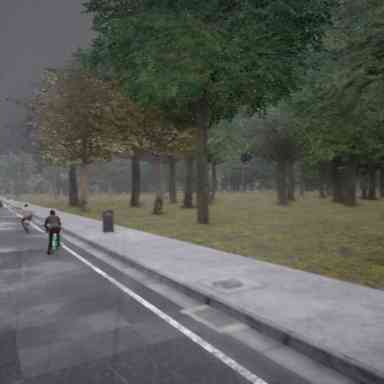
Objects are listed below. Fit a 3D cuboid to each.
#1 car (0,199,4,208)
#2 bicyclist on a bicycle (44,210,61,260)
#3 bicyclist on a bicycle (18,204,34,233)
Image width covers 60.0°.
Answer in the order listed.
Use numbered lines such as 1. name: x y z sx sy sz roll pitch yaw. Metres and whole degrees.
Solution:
1. car: -30.194 1.725 51.287 1.812 1.442 4.674 -1 0 -31
2. bicyclist on a bicycle: -4.798 1.463 11.521 0.582 1.620 1.656 -1 0 -32
3. bicyclist on a bicycle: -9.413 1.478 18.946 0.866 1.612 1.509 -1 0 -31
